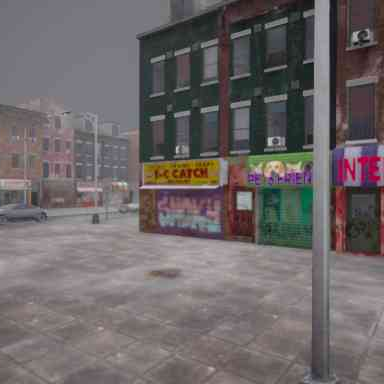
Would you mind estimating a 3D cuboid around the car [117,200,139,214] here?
[{"bbox_3d":[-5.163,1.461,33.251,1.895,1.301,4.718,0,0,36],"label":"car"}]

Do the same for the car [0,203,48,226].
[{"bbox_3d":[-12.338,1.489,23.183,1.994,1.385,4.181,0,0,35],"label":"car"}]
